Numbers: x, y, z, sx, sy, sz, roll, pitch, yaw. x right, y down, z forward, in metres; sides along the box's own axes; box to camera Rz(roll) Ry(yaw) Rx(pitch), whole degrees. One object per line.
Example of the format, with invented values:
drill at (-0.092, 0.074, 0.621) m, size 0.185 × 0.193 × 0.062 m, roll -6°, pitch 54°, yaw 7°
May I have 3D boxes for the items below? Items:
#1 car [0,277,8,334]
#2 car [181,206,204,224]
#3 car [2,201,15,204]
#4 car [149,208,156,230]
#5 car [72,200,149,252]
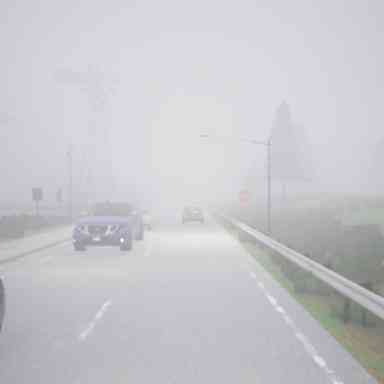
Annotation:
car at (-3.602, 1.531, 2.868) m, size 2.128 × 1.511 × 4.902 m, roll 0°, pitch -1°, yaw 0°
car at (0.064, 1.899, 28.054) m, size 2.033 × 1.411 × 5.357 m, roll 0°, pitch -1°, yaw 0°
car at (-32.369, 2.257, 58.609) m, size 1.784 × 1.438 × 3.905 m, roll 0°, pitch -1°, yaw -1°
car at (-3.587, 1.820, 23.380) m, size 1.812 × 1.442 × 4.674 m, roll 0°, pitch -1°, yaw 0°
car at (-3.561, 1.409, 15.202) m, size 2.150 × 2.045 × 5.566 m, roll 0°, pitch 0°, yaw 0°
